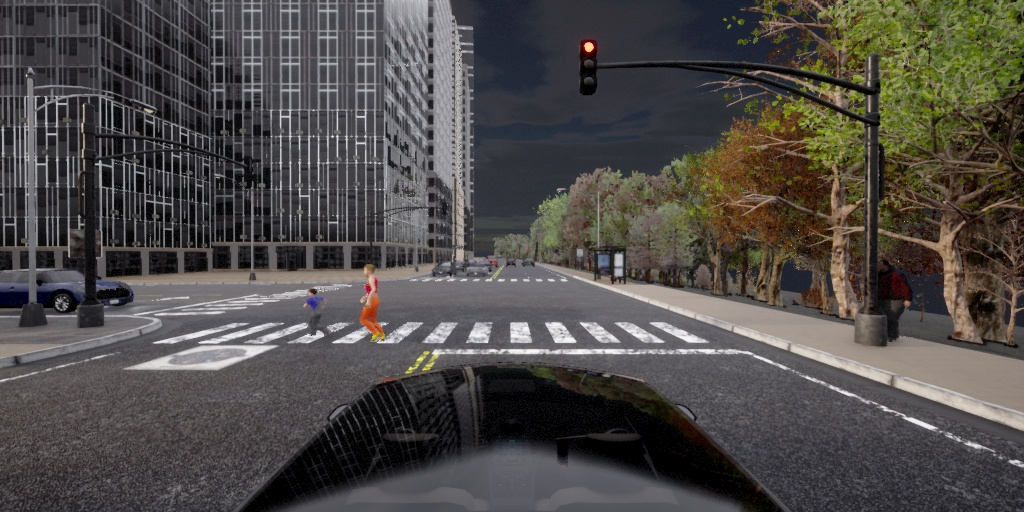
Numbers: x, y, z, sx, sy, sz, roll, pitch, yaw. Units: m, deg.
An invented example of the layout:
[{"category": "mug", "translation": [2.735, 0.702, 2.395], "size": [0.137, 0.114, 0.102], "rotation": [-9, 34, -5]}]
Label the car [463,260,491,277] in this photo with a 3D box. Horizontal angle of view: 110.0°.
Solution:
[{"category": "car", "translation": [-3.436, 1.346, 36.040], "size": [1.895, 1.301, 4.718], "rotation": [0, 0, 0]}]

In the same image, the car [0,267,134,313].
[{"category": "car", "translation": [-18.324, 1.284, 14.515], "size": [4.553, 1.767, 2.097], "rotation": [-1, 0, 0]}]

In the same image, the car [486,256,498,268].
[{"category": "car", "translation": [-3.482, 0.958, 60.768], "size": [2.150, 2.045, 5.566], "rotation": [0, 1, 1]}]

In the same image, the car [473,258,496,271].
[{"category": "car", "translation": [-3.464, 1.292, 45.690], "size": [2.033, 1.411, 5.357], "rotation": [0, 0, 0]}]

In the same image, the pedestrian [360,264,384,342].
[{"category": "pedestrian", "translation": [-3.257, 1.043, 8.306], "size": [0.375, 1.860, 0.375], "rotation": [0, 0, 0]}]

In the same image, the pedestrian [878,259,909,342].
[{"category": "pedestrian", "translation": [7.960, 0.890, 7.599], "size": [0.375, 1.860, 0.375], "rotation": [0, 0, 0]}]

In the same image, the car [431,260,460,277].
[{"category": "car", "translation": [-6.686, 1.271, 35.961], "size": [1.812, 1.442, 4.674], "rotation": [0, 0, 0]}]

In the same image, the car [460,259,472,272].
[{"category": "car", "translation": [-6.711, 1.236, 45.136], "size": [2.128, 1.511, 4.902], "rotation": [0, 0, 0]}]

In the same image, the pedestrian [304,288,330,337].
[{"category": "pedestrian", "translation": [-4.793, 1.323, 8.769], "size": [0.375, 1.300, 0.375], "rotation": [0, 0, 0]}]
